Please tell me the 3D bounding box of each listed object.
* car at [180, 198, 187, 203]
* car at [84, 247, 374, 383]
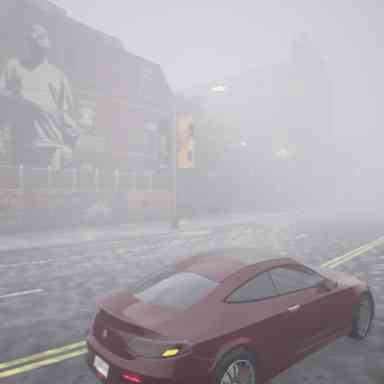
[{"bbox_3d":[-3.010,1.481,47.291,5.566,2.045,2.150,0,0,41],"label":"car"},{"bbox_3d":[0.863,1.551,4.783,4.674,1.442,1.812,0,0,-40],"label":"car"}]
